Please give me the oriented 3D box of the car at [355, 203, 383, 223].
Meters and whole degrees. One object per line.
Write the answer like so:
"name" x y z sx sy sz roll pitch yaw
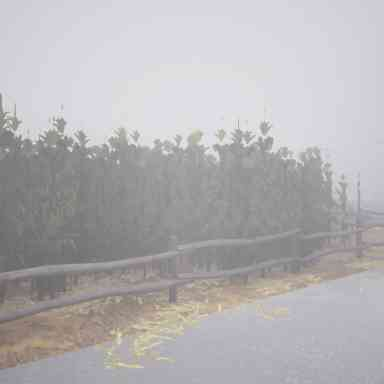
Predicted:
"car" 11.904 1.526 24.714 1.812 1.442 4.674 0 0 -35
